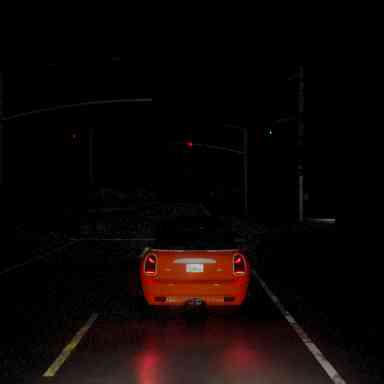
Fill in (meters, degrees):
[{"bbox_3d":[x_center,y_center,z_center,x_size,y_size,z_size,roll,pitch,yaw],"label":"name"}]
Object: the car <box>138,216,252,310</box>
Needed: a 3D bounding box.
[{"bbox_3d":[0.058,1.352,7.954,2.097,1.767,4.553,0,0,0],"label":"car"}]
